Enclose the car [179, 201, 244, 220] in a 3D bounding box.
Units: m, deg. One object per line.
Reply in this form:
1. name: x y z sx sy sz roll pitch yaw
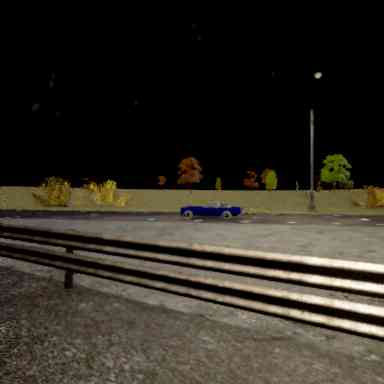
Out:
1. car: 1.432 1.370 25.158 4.718 1.301 1.895 0 0 16
